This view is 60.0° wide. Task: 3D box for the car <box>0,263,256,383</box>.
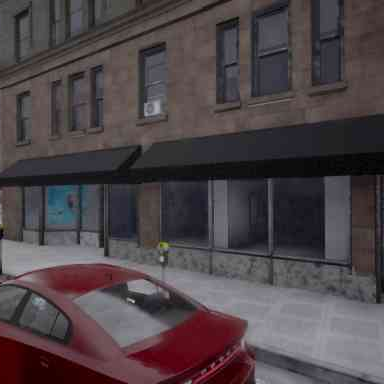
[{"bbox_3d":[-1.497,1.545,3.933,4.507,1.381,1.887,0,0,36],"label":"car"}]
